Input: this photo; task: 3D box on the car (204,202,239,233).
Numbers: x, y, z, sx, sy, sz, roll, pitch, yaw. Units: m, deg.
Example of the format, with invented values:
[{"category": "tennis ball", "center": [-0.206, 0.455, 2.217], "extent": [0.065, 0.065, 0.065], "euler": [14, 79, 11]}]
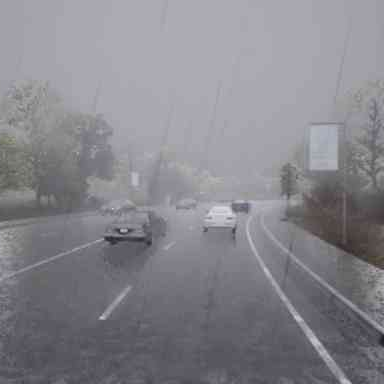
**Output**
[{"category": "car", "center": [1.796, 1.582, 20.300], "extent": [1.812, 1.442, 4.674], "euler": [0, 0, 8]}]

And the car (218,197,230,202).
[{"category": "car", "center": [7.084, 1.751, 70.175], "extent": [1.895, 1.301, 4.718], "euler": [0, 0, 26]}]

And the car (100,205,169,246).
[{"category": "car", "center": [-2.388, 1.576, 15.561], "extent": [2.033, 1.411, 5.357], "euler": [0, 0, 7]}]

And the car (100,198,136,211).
[{"category": "car", "center": [-6.935, 1.395, 31.716], "extent": [2.097, 1.767, 4.553], "euler": [0, 0, 13]}]

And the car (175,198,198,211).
[{"category": "car", "center": [-0.615, 1.596, 42.105], "extent": [1.837, 1.490, 4.892], "euler": [0, 0, 17]}]

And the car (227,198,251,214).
[{"category": "car", "center": [5.670, 1.592, 38.028], "extent": [1.882, 1.535, 5.008], "euler": [0, 0, 16]}]
